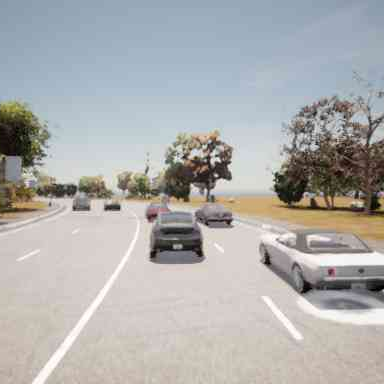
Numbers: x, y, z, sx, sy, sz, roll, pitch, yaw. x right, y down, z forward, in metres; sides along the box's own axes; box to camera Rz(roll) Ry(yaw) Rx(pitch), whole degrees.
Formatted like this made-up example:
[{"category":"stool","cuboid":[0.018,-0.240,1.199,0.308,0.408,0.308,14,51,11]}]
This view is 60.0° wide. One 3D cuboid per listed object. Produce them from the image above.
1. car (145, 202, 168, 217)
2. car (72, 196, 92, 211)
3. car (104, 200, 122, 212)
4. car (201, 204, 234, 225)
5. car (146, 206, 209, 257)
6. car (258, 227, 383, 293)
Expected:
[{"category":"car","cuboid":[-2.986,1.555,28.700,1.994,1.385,4.181,0,0,-11]},{"category":"car","cuboid":[-13.277,1.347,40.194,2.097,1.767,4.553,0,0,-17]},{"category":"car","cuboid":[-9.438,1.594,39.607,1.895,1.301,4.718,0,0,-16]},{"category":"car","cuboid":[1.487,1.535,23.706,2.033,1.411,5.357,0,0,-9]},{"category":"car","cuboid":[-0.661,1.499,13.028,1.837,1.490,4.892,0,0,-5]},{"category":"car","cuboid":[3.181,1.590,8.800,1.895,1.301,4.718,0,0,-3]}]
